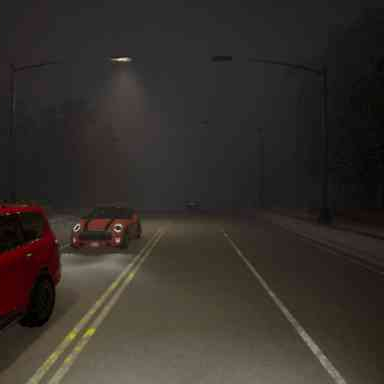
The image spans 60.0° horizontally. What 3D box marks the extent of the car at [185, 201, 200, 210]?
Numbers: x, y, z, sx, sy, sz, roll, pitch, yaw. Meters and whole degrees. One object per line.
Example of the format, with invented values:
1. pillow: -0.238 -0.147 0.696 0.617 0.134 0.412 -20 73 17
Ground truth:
1. car: 0.108 2.195 48.652 2.128 1.511 4.902 0 -8 0

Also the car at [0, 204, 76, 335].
1. car: -3.573 1.224 4.124 2.150 2.045 5.566 0 0 1

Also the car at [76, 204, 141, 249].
1. car: -3.575 1.358 14.539 2.097 1.767 4.553 0 0 0
